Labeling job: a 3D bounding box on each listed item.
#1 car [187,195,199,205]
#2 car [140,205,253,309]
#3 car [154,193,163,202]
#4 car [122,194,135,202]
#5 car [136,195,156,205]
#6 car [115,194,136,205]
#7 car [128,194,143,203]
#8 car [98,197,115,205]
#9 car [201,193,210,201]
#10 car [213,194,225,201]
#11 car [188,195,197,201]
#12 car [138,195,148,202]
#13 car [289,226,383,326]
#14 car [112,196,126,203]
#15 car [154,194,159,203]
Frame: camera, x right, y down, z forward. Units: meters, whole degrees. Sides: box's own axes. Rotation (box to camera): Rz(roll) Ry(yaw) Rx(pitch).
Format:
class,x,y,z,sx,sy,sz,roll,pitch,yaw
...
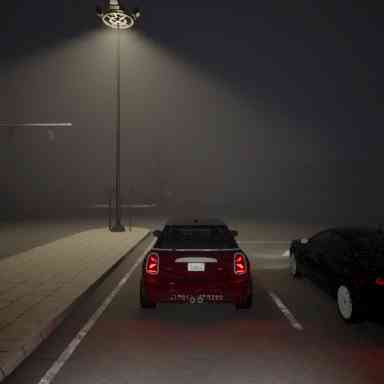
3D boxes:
class,x,y,z,sx,sy,sz,roll,pitch,yaw
car,0.114,1.478,54.925,1.882,1.535,5.008,0,0,0
car,0.083,1.352,8.042,2.097,1.767,4.553,0,0,0
car,-7.841,1.225,76.648,2.150,2.045,5.566,0,0,0
car,-14.838,1.355,78.017,2.097,1.767,4.553,0,0,0
car,-7.958,1.564,57.323,1.994,1.385,4.181,0,0,0
car,-11.451,1.478,58.138,1.882,1.535,5.008,0,0,0
car,-11.378,1.352,67.174,2.097,1.767,4.553,0,0,1
car,-14.948,1.564,58.332,1.994,1.385,4.181,0,0,0
car,3.679,1.546,85.944,1.994,1.385,4.181,0,0,0
car,7.179,1.348,85.907,2.097,1.767,4.553,0,0,0
car,0.178,1.516,85.535,2.128,1.511,4.902,0,0,0
car,-11.340,1.524,77.093,1.812,1.442,4.674,0,0,0
car,3.578,1.478,7.166,1.882,1.535,5.008,0,0,0
car,-14.859,1.564,68.028,1.994,1.385,4.181,0,0,0
car,-7.891,1.601,66.077,1.895,1.301,4.718,0,0,1
